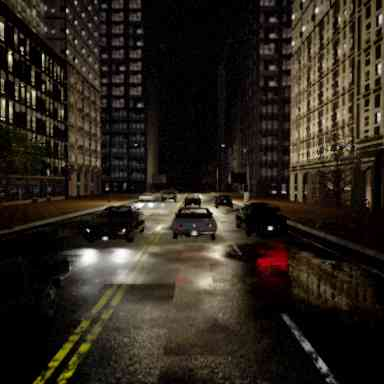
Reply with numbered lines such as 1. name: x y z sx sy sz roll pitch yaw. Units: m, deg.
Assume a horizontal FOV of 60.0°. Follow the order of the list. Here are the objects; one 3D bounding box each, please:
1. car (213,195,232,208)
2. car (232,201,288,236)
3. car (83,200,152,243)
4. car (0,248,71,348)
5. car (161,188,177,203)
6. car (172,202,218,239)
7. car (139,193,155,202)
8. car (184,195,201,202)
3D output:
1. car: 3.342 0.992 36.180 2.033 1.411 5.357 0 1 0
2. car: 3.346 1.253 16.617 1.837 1.490 4.892 0 1 0
3. car: -3.254 1.317 15.126 2.033 1.411 5.357 0 1 0
4. car: -3.322 1.534 4.321 1.895 1.301 4.718 0 1 0
5. car: -3.331 0.462 48.922 2.150 2.045 5.566 0 1 0
6. car: 0.090 1.360 15.807 1.895 1.301 4.718 0 1 0
7. car: -6.581 0.839 49.097 1.895 1.301 4.718 0 1 0
8. car: 0.091 1.011 38.363 1.895 1.301 4.718 0 1 0
